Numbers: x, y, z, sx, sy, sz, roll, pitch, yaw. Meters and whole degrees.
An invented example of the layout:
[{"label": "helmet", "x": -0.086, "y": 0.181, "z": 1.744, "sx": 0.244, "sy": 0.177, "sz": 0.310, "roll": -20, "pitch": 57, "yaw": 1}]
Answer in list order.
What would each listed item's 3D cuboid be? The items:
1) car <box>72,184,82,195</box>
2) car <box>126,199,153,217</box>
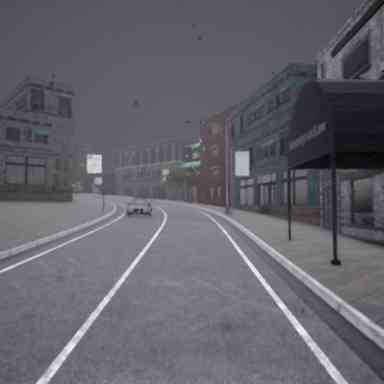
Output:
[{"label": "car", "x": -23.186, "y": -0.628, "z": 62.994, "sx": 5.566, "sy": 2.045, "sz": 2.150, "roll": 4, "pitch": 0, "yaw": 37}, {"label": "car", "x": -4.216, "y": 1.258, "z": 27.106, "sx": 1.994, "sy": 1.385, "sz": 4.181, "roll": 0, "pitch": 1, "yaw": -6}]
